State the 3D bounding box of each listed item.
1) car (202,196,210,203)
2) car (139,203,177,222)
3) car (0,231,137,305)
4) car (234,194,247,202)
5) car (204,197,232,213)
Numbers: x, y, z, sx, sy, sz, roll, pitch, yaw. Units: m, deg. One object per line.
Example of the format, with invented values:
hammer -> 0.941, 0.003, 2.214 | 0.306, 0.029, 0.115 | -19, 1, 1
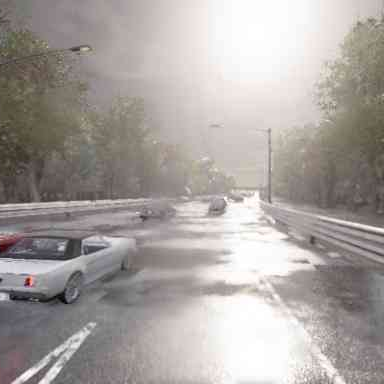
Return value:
car -> 3.624, 1.760, 77.339 | 2.128, 1.511, 4.902 | 0, 0, 11
car -> -2.704, 1.631, 27.582 | 2.033, 1.411, 5.357 | 0, 0, 11
car -> -2.994, 1.622, 8.207 | 1.895, 1.301, 4.718 | 0, 0, 11
car -> 12.537, 1.815, 86.265 | 1.837, 1.490, 4.892 | 0, 0, 11
car -> 3.067, 1.699, 38.668 | 2.033, 1.411, 5.357 | 0, 0, 11
